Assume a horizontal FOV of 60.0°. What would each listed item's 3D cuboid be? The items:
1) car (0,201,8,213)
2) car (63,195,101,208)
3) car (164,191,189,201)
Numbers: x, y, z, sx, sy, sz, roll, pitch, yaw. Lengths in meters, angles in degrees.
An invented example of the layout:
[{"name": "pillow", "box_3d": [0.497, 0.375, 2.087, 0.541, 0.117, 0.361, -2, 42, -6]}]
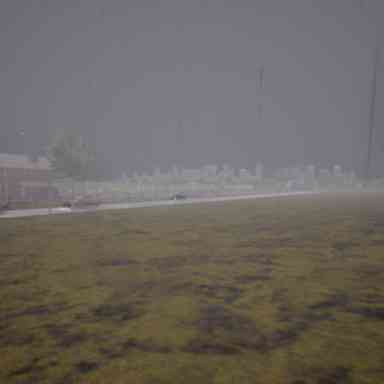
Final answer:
[{"name": "car", "box_3d": [-18.644, 1.262, 29.428, 1.994, 1.385, 4.181, 1, 2, 34]}, {"name": "car", "box_3d": [-12.531, 1.053, 37.896, 1.994, 1.385, 4.181, 1, 2, 35]}, {"name": "car", "box_3d": [-2.333, 0.638, 51.992, 1.837, 1.490, 4.892, 1, 1, 36]}]
